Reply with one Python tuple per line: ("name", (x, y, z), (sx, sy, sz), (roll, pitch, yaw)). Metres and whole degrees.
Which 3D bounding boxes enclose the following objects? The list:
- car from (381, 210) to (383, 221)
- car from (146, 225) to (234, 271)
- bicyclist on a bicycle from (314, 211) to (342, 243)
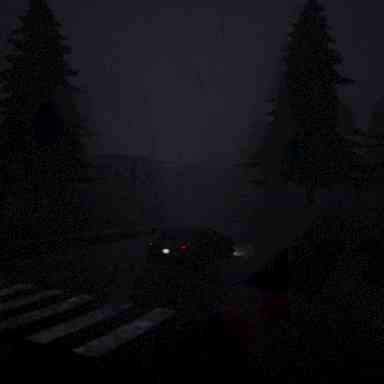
("car", (23.679, 2.610, 38.718), (4.902, 1.511, 2.128), (1, -1, -31))
("car", (0.080, 1.961, 12.725), (1.994, 1.385, 4.181), (0, -1, 28))
("bicyclist on a bicycle", (7.025, 1.858, 17.557), (1.656, 1.620, 0.582), (0, -1, 32))
